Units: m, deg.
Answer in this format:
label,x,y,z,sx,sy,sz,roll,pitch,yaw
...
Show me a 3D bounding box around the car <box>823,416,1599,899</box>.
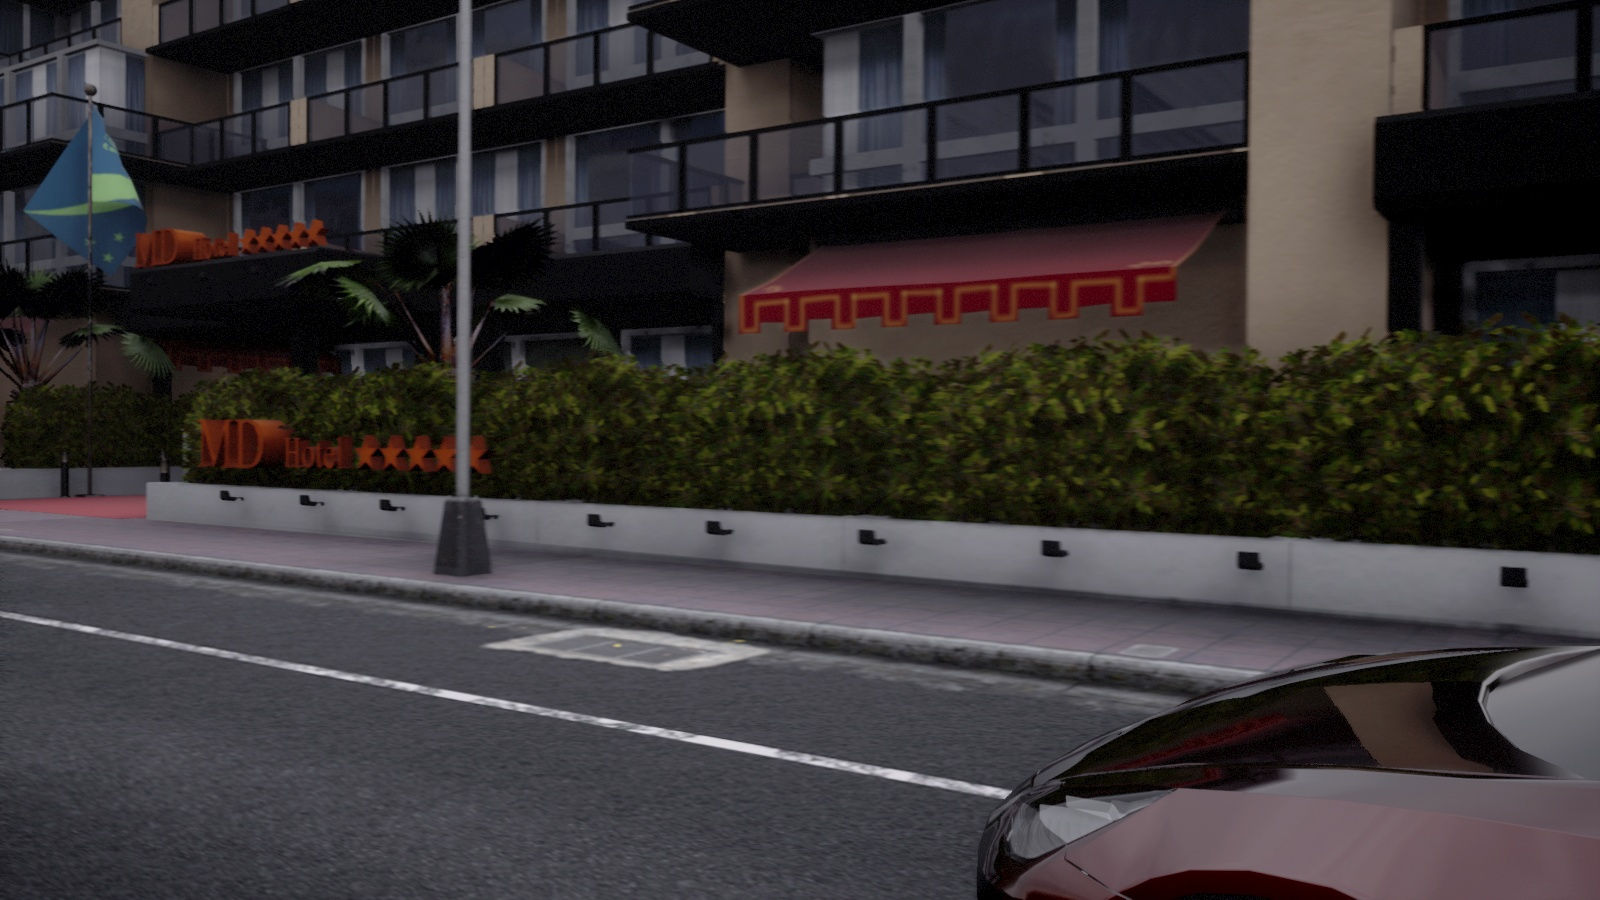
label,x,y,z,sx,sy,sz,roll,pitch,yaw
car,2.643,0.681,1.868,4.792,1.488,2.163,0,1,34
